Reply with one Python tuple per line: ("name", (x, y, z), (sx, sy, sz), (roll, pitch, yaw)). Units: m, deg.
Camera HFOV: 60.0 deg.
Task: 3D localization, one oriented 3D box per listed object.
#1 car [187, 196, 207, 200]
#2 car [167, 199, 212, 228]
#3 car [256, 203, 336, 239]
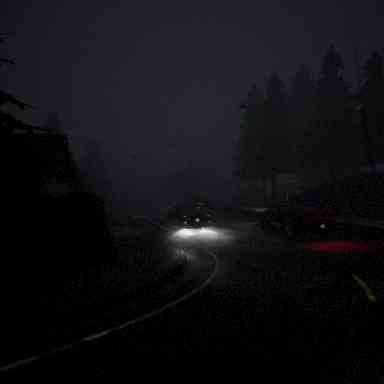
("car", (0.296, 1.176, 31.374), (1.837, 1.490, 4.892), (-1, 1, -17))
("car", (-0.255, 1.361, 20.456), (1.994, 1.385, 4.181), (-1, 1, -17))
("car", (4.800, 1.252, 16.151), (1.882, 1.535, 5.008), (-1, 1, -14))
